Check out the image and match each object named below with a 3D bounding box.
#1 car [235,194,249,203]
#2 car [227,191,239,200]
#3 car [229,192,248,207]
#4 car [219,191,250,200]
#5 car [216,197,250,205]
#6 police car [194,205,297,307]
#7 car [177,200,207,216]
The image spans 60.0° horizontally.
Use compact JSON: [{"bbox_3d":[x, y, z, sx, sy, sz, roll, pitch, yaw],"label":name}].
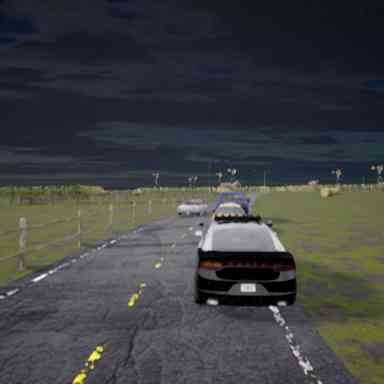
[{"bbox_3d":[8.118,1.043,53.623,1.994,1.385,4.181,0,1,12],"label":"car"},{"bbox_3d":[8.519,0.679,68.921,2.097,1.767,4.553,0,1,12],"label":"car"},{"bbox_3d":[6.190,0.929,43.878,2.097,1.767,4.553,0,1,12],"label":"car"},{"bbox_3d":[2.915,1.001,23.629,2.150,2.045,5.566,0,1,10],"label":"car"},{"bbox_3d":[2.048,1.287,17.948,1.801,1.575,5.366,0,1,7],"label":"car"},{"bbox_3d":[1.087,1.352,8.067,1.930,1.638,5.238,0,1,4],"label":"police car"},{"bbox_3d":[0.100,1.333,28.362,1.895,1.301,4.718,0,1,11],"label":"car"}]
